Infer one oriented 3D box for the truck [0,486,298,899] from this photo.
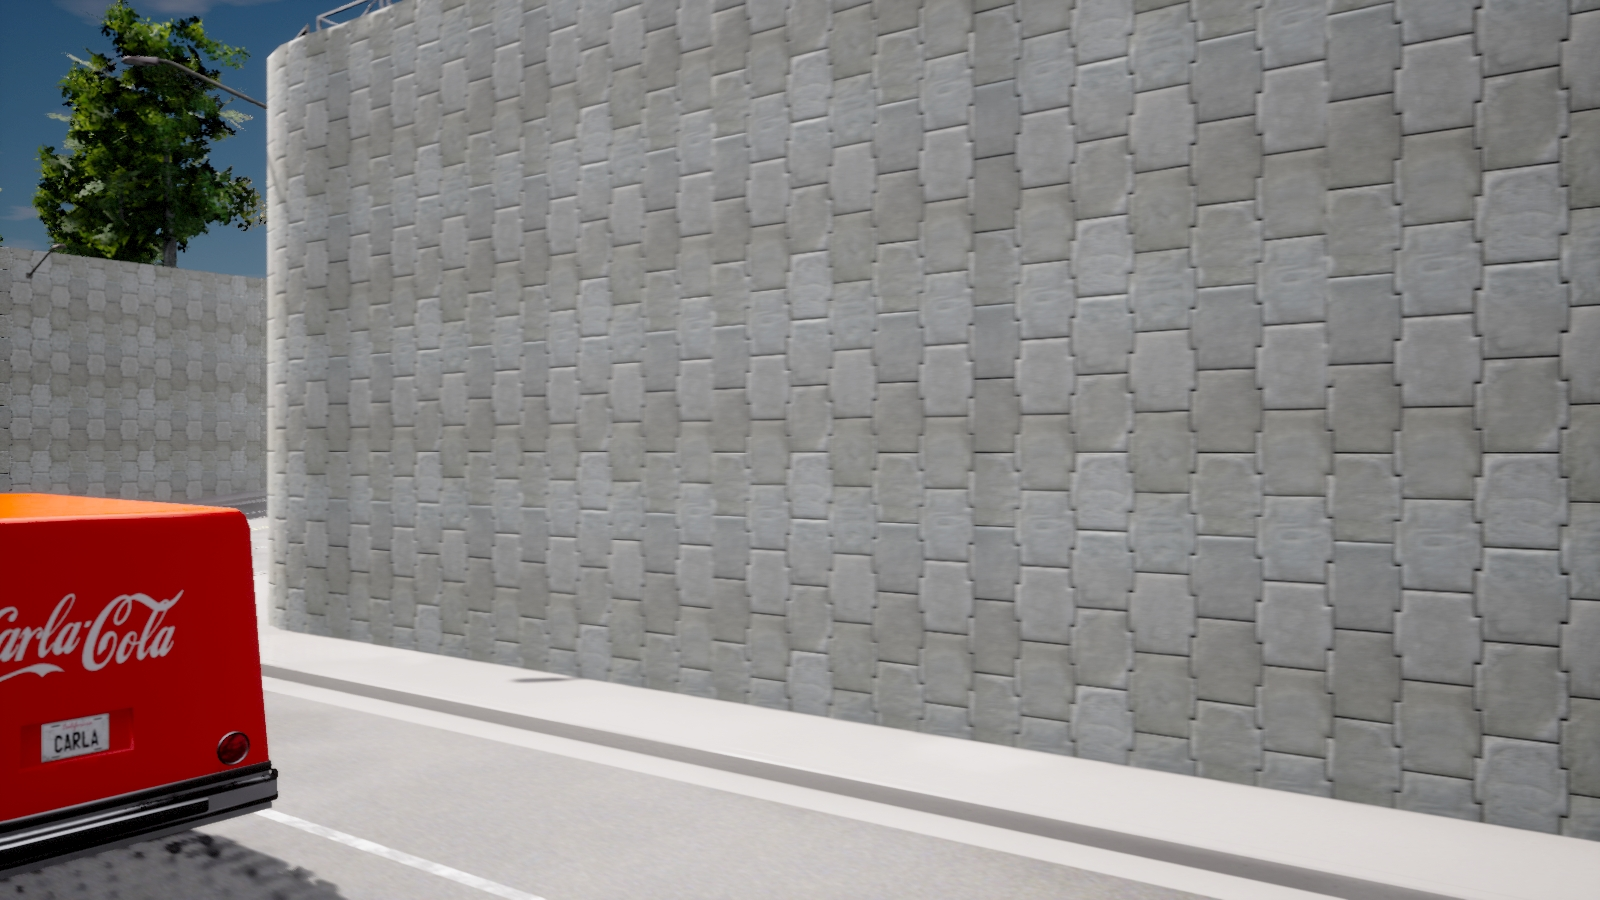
[{"bbox_3d":[-6.255,1.568,8.143,5.204,2.467,2.627,0,0,36],"label":"truck"}]
